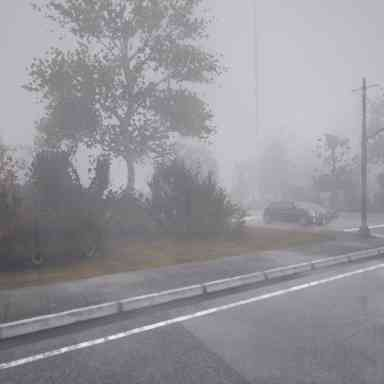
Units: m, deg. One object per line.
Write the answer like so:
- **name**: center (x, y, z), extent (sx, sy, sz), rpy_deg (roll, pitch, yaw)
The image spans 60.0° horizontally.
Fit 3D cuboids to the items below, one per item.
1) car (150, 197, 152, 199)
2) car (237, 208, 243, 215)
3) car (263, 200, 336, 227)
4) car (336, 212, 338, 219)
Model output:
- **car**: center (-6.113, 1.836, 53.041), extent (5.566, 2.045, 2.150), rpy_deg (-2, -1, 40)
- **car**: center (3.501, 1.770, 33.716), extent (1.994, 1.385, 4.181), rpy_deg (0, -1, -42)
- **car**: center (7.313, 1.417, 23.643), extent (2.097, 1.767, 4.553), rpy_deg (0, -1, -38)
- **car**: center (9.212, 1.583, 26.889), extent (1.837, 1.490, 4.892), rpy_deg (0, -1, -42)
